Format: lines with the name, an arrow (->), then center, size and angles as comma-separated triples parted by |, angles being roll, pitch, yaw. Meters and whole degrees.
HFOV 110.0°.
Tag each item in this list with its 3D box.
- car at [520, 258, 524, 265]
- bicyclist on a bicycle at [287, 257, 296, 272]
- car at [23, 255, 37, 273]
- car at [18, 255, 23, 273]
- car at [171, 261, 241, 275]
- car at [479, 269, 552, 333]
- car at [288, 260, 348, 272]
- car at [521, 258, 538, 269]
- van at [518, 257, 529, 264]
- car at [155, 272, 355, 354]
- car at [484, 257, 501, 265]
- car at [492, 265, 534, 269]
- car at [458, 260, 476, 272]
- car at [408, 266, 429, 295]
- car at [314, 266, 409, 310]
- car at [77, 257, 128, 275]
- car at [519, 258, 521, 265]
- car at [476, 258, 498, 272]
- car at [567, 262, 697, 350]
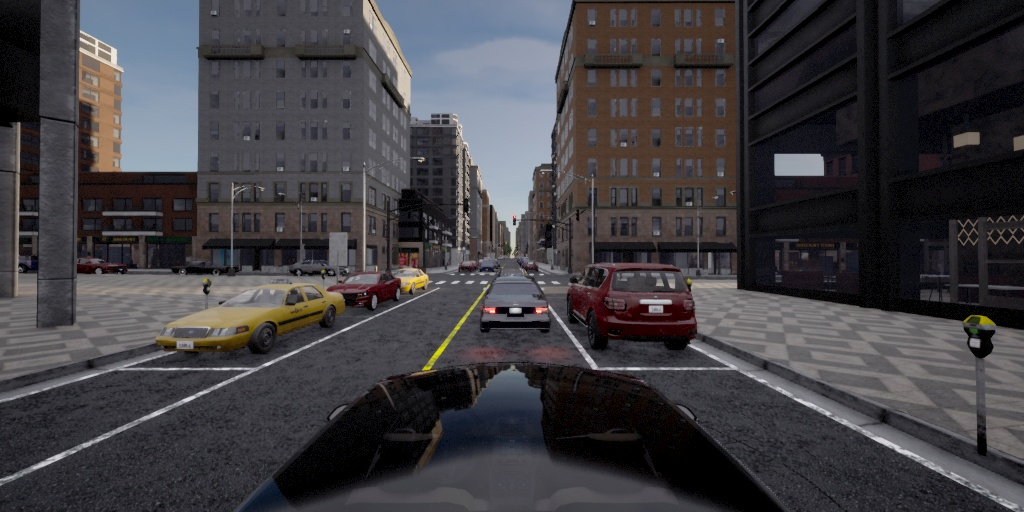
car -> 2.529, 1.344, 52.967 | 1.802, 1.307, 4.207 | 0, 0, 0
bicyclist on a bicycle -> -23.111, 0.909, 37.673 | 0.582, 1.620, 1.656 | 0, 0, 0
car -> -47.615, 0.705, 34.657 | 4.553, 1.767, 2.097 | 1, -1, 1
car -> -46.942, 0.832, 31.555 | 4.892, 1.490, 1.837 | 1, -1, 1
car -> -26.739, 1.113, 31.444 | 4.718, 1.301, 1.895 | 1, -1, 0
car -> 0.067, 1.299, 10.757 | 2.033, 1.411, 5.357 | 0, 0, 0
car -> -16.841, 1.092, 31.411 | 4.902, 1.511, 2.128 | 1, -1, 0
car -> 2.545, 1.342, 47.293 | 1.802, 1.307, 4.207 | 0, 0, 0
van -> 2.498, 1.107, 64.314 | 1.690, 1.789, 3.998 | 0, 0, 0
car -> -5.876, 1.277, 8.840 | 1.751, 1.417, 4.829 | 0, 0, 0
car -> -3.232, 1.327, 56.575 | 1.994, 1.385, 4.181 | 0, 0, 0
car -> 0.019, 1.355, 20.483 | 1.895, 1.301, 4.718 | 0, 0, 0
car -> -5.982, 1.305, 47.279 | 1.888, 1.381, 4.507 | 0, 0, 0
car -> -5.907, 1.279, 20.090 | 1.751, 1.417, 4.829 | 0, 0, 0
car -> -5.892, 1.298, 14.635 | 1.888, 1.381, 4.507 | 0, 0, 0
car -> -36.833, 0.898, 31.487 | 5.008, 1.535, 1.882 | 1, -1, 0
car -> 2.513, 1.346, 58.640 | 1.802, 1.307, 4.207 | 0, 0, 0
car -> -3.246, 1.308, 46.719 | 2.033, 1.411, 5.357 | 0, 0, -4
car -> 2.649, 1.066, 9.025 | 2.192, 1.841, 5.009 | 0, 0, 0
